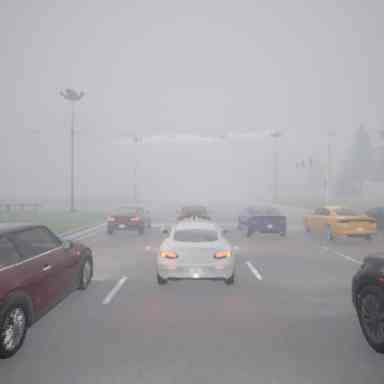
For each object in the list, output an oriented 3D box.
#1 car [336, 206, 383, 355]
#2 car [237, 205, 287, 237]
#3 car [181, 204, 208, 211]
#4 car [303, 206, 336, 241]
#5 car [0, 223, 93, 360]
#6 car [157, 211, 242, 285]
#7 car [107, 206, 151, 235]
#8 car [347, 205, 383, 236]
[{"bbox_3d":[3.585,1.211,2.907,2.150,2.045,5.566,0,0,0],"label":"car"},{"bbox_3d":[3.612,1.427,17.862,1.882,1.535,5.008,0,0,0],"label":"car"},{"bbox_3d":[0.113,1.452,18.395,1.837,1.490,4.892,0,0,0],"label":"car"},{"bbox_3d":[7.114,1.432,16.536,1.882,1.535,5.008,0,0,0],"label":"car"},{"bbox_3d":[-3.418,1.336,6.110,2.097,1.767,4.553,0,0,0],"label":"car"},{"bbox_3d":[0.097,1.499,9.314,1.812,1.442,4.674,0,0,0],"label":"car"},{"bbox_3d":[-3.386,1.472,18.395,1.812,1.442,4.674,0,0,0],"label":"car"},{"bbox_3d":[10.614,1.498,17.972,2.033,1.411,5.357,0,0,0],"label":"car"}]
